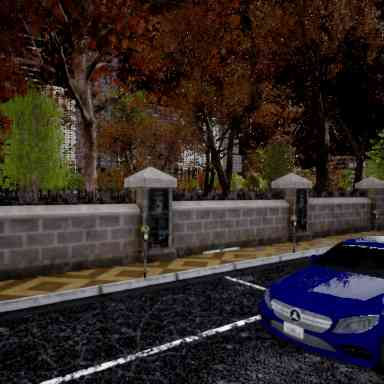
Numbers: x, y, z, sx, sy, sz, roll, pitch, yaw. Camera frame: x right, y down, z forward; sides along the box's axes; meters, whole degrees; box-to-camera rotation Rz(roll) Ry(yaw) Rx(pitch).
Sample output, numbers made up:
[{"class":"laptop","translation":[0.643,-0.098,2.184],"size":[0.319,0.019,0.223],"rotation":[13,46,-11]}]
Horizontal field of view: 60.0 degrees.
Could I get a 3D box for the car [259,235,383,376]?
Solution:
[{"class":"car","translation":[3.202,1.526,5.660],"size":[4.674,1.442,1.812],"rotation":[0,0,-36]}]
